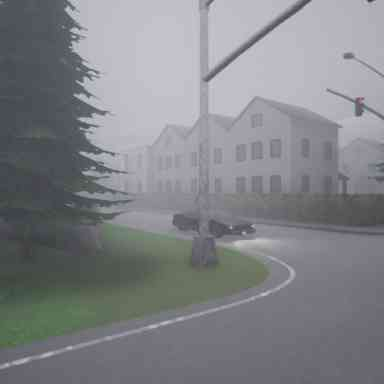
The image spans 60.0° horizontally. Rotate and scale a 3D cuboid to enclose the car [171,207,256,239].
[{"bbox_3d":[0.911,1.532,17.698,2.033,1.411,5.357,0,0,-35],"label":"car"}]
